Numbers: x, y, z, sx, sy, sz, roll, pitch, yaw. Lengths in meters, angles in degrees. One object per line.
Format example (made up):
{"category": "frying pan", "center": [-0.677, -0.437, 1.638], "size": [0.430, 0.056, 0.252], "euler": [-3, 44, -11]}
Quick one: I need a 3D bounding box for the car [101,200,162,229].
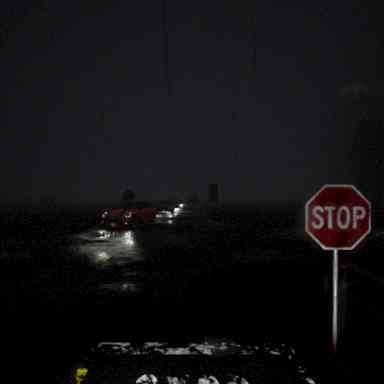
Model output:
{"category": "car", "center": [-3.985, 1.349, 21.762], "size": [2.097, 1.767, 4.553], "euler": [0, 0, 17]}

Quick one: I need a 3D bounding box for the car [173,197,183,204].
{"category": "car", "center": [-2.729, 1.629, 65.349], "size": [1.895, 1.301, 4.718], "euler": [0, 0, 0]}

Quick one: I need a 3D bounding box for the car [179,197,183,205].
{"category": "car", "center": [-2.819, 1.503, 49.090], "size": [2.128, 1.511, 4.902], "euler": [0, 0, 0]}

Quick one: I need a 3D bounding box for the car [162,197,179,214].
{"category": "car", "center": [-2.835, 1.551, 35.971], "size": [2.033, 1.411, 5.357], "euler": [0, 0, 0]}

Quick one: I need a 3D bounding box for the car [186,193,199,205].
{"category": "car", "center": [0.118, 1.247, 61.143], "size": [2.150, 2.045, 5.566], "euler": [0, 0, 0]}
